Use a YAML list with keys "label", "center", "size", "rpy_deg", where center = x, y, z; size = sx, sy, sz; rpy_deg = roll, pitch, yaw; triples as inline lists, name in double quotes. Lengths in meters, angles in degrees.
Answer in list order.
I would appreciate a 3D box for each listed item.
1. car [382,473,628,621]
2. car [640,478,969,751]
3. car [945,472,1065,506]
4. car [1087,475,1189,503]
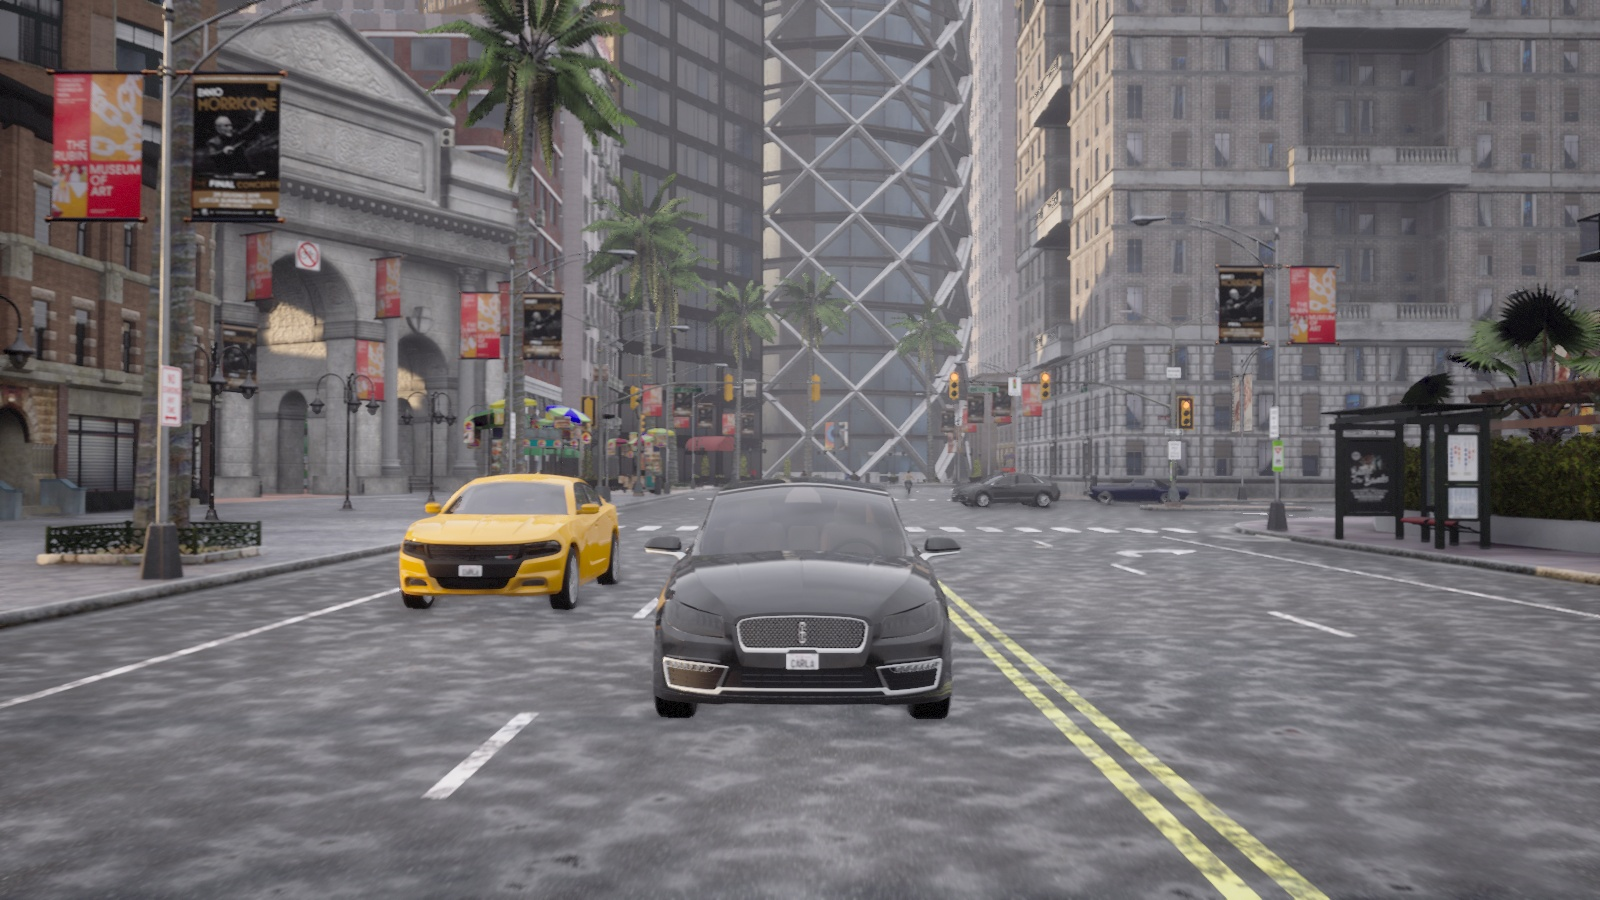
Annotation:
- label: "car"
  center: [-3.441, 1.068, 15.711]
  size: [1.882, 1.535, 5.008]
  rpy_deg: [0, -1, 0]
- label: "car"
  center: [0.035, 0.978, 9.480]
  size: [1.837, 1.490, 4.892]
  rpy_deg: [0, -1, 0]
- label: "car"
  center: [9.101, 1.720, 55.822]
  size: [4.892, 1.490, 1.837]
  rpy_deg: [0, -1, -14]
- label: "car"
  center: [16.386, 1.877, 61.100]
  size: [4.718, 1.301, 1.895]
  rpy_deg: [0, -1, 13]
